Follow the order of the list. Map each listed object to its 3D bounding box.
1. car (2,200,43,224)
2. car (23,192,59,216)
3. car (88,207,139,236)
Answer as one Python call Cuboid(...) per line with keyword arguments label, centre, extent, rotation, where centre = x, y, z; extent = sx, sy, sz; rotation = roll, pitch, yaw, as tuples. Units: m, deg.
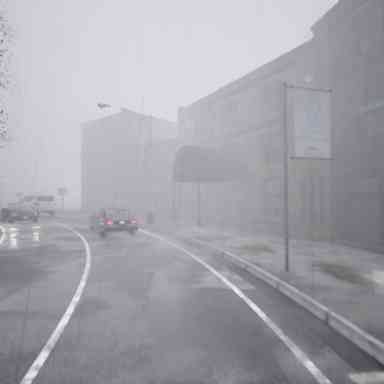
Cuboid(label="car", centre=(-13.098, 1.543, 25.169), extent=(1.812, 1.442, 4.674), rotation=(0, 0, -39))
Cuboid(label="car", centre=(-15.318, 1.303, 32.500), extent=(5.566, 2.045, 2.150), rotation=(-1, -1, 43))
Cuboid(label="car", centre=(-4.528, 1.563, 18.633), extent=(2.033, 1.411, 5.357), rotation=(0, 0, -26))
